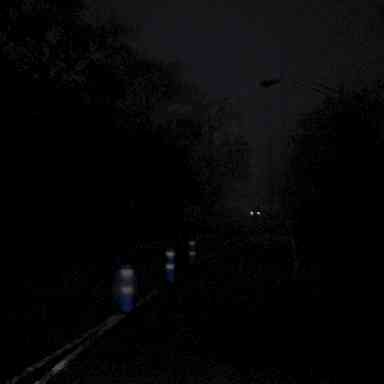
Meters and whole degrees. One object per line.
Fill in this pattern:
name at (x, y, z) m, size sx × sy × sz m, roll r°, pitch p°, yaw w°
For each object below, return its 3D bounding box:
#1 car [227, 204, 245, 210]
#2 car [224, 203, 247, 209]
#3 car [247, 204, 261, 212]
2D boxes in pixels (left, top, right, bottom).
car at (12.544, 4.169, 93.979) m, size 4.892 × 1.521 × 2.231 m, roll 0°, pitch -3°, yaw 14°
car at (12.046, 4.025, 91.253) m, size 5.366 × 1.575 × 1.946 m, roll 0°, pitch -3°, yaw 14°
car at (12.280, 3.137, 64.249) m, size 2.033 × 1.411 × 5.357 m, roll 0°, pitch -2°, yaw 15°
